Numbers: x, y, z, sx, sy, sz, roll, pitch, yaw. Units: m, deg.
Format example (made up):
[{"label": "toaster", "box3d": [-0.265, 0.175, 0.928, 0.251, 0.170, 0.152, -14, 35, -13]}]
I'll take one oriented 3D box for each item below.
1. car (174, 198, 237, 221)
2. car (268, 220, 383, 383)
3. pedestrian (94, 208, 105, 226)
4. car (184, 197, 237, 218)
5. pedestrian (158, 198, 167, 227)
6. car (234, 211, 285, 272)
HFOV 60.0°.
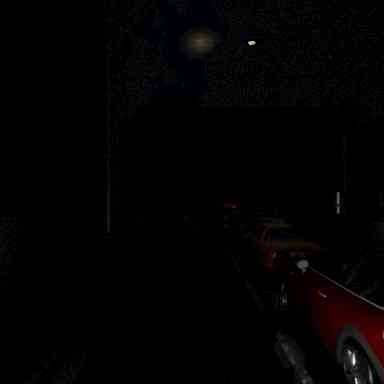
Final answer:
[{"label": "car", "box3d": [1.070, 1.472, 26.539, 5.008, 1.535, 1.882, 0, 0, 0]}, {"label": "car", "box3d": [2.641, 1.441, 4.989, 1.967, 1.590, 4.097, 0, 0, 0]}, {"label": "pedestrian", "box3d": [-5.552, 1.129, 20.202, 0.375, 1.860, 0.375, 0, 0, 0]}, {"label": "car", "box3d": [1.587, 1.364, 29.497, 4.553, 1.767, 2.097, 0, 0, 0]}, {"label": "pedestrian", "box3d": [-1.747, 1.302, 21.017, 0.375, 1.860, 0.375, 0, 0, 0]}, {"label": "car", "box3d": [2.638, 1.529, 10.597, 1.752, 1.417, 4.829, 0, 0, 0]}]
